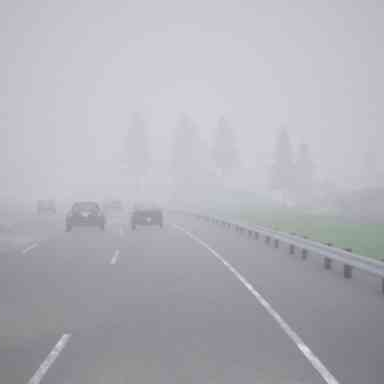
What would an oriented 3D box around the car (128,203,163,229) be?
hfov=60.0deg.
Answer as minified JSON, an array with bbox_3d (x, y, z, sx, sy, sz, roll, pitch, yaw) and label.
[{"bbox_3d":[-3.087,1.427,21.640,1.882,1.535,5.008,0,0,-14],"label":"car"}]

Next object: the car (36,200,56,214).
[{"bbox_3d":[-15.568,1.506,35.443,2.033,1.411,5.357,0,0,-26],"label":"car"}]

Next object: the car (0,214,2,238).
[{"bbox_3d":[-7.871,1.601,10.355,1.895,1.301,4.718,0,0,-8],"label":"car"}]

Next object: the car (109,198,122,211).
[{"bbox_3d":[-9.485,1.416,38.687,2.128,1.511,4.902,0,0,-25],"label":"car"}]

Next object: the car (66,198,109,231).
[{"bbox_3d":[-6.454,1.317,20.611,2.097,1.767,4.553,0,0,-13],"label":"car"}]
